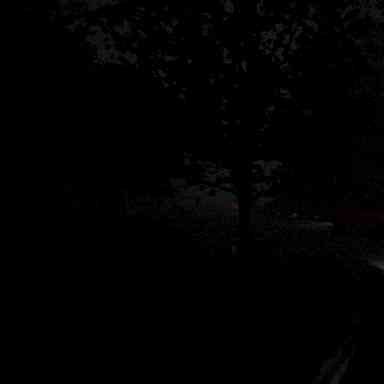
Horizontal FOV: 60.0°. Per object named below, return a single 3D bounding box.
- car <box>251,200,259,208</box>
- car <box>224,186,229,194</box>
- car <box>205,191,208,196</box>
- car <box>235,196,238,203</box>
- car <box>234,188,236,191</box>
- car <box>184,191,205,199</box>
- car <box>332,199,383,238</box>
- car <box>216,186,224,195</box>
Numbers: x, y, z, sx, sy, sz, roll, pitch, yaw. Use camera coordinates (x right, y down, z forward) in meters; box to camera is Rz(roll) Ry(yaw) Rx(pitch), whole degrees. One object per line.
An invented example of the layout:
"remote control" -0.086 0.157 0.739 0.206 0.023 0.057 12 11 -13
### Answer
"car" 8.354 1.516 47.399 2.033 1.411 5.357 0 3 18
"car" 7.529 -0.456 82.270 2.435 2.045 5.566 0 3 26
"car" 2.588 0.359 72.099 1.946 1.575 5.366 0 3 26
"car" 8.687 1.009 57.166 1.837 1.490 4.892 0 3 23
"car" 12.347 -0.728 92.210 2.163 1.488 4.792 0 3 26
"car" 0.170 0.638 67.141 1.946 1.575 5.366 0 3 26
"car" 10.546 1.440 19.317 2.150 2.045 5.566 0 0 -11
"car" 4.997 0.083 77.063 1.946 1.575 5.366 0 3 26
